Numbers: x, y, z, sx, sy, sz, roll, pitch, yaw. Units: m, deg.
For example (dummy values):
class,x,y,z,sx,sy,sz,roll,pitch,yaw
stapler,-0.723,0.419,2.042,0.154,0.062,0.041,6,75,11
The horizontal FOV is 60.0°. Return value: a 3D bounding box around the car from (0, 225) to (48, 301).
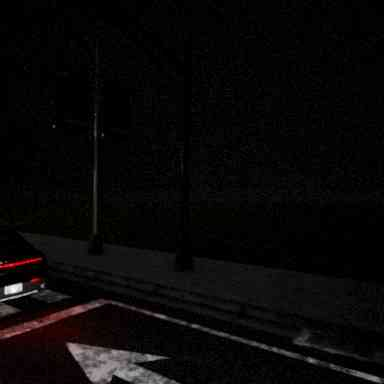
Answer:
class,x,y,z,sx,sy,sz,roll,pitch,yaw
car,-5.139,1.458,7.334,4.892,1.490,1.837,1,0,35
